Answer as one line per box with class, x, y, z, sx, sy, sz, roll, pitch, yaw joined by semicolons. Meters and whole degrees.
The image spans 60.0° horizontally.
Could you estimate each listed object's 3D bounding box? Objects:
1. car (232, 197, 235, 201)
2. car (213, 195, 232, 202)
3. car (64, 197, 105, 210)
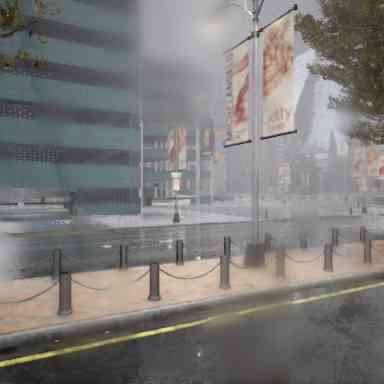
car;8.109;1.472;81.636;5.008;1.535;1.882;0;0;37
car;6.322;1.491;78.606;4.892;1.490;1.837;0;0;37
car;-11.776;1.318;36.988;4.674;1.452;2.002;0;0;-28
